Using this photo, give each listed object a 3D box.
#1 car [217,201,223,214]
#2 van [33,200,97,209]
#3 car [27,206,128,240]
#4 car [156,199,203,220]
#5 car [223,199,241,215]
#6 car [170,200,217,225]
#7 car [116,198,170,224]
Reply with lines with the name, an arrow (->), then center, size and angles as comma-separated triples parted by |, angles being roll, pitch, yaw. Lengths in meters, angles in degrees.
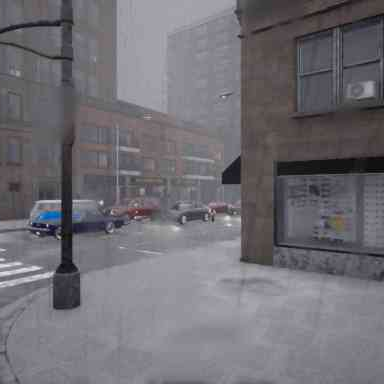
car -> 2.307, 1.575, 33.343 | 1.887, 1.381, 4.507 | 0, 0, 36
van -> -7.526, 1.358, 19.736 | 1.690, 1.788, 3.998 | 0, 0, 36
car -> -5.889, 1.617, 17.332 | 1.895, 1.301, 4.718 | 0, 0, 37
car -> -0.971, 1.466, 28.808 | 1.967, 1.590, 4.097 | 0, 0, 36
car -> 5.354, 1.384, 32.836 | 2.097, 1.767, 4.553 | 0, 0, 36
car -> -0.418, 1.529, 24.862 | 1.837, 1.490, 4.892 | 0, 0, 36
car -> -4.248, 1.337, 24.272 | 2.192, 1.841, 5.009 | 0, 0, 36
